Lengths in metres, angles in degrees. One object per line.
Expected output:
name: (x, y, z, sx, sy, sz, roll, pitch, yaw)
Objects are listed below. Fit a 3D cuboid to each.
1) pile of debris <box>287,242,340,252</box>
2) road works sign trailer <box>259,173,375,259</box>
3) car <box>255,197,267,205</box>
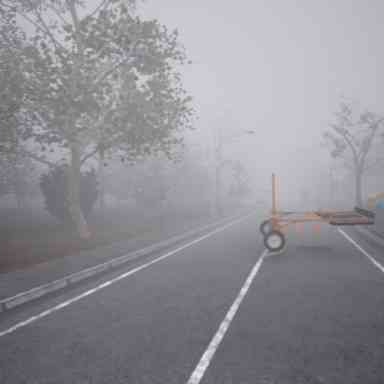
pile of debris: (4.735, 2.163, 13.168, 1.860, 0.140, 1.500, -1, 0, 15)
road works sign trailer: (4.279, 0.713, 11.954, 3.560, 2.880, 2.380, -1, 5, 8)
car: (14.158, 1.763, 68.271, 1.882, 1.535, 5.008, -3, -1, 4)
